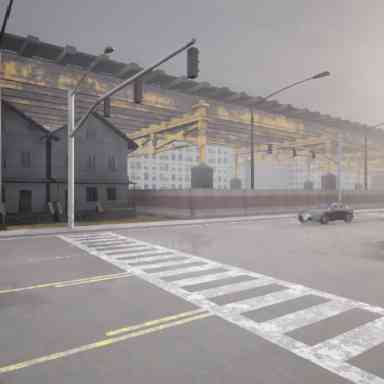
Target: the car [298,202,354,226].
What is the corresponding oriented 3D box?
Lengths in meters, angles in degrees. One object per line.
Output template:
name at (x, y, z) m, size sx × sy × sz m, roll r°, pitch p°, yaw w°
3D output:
car at (9.585, 1.491, 23.705) m, size 4.902 × 1.511 × 2.128 m, roll 0°, pitch 0°, yaw -35°
